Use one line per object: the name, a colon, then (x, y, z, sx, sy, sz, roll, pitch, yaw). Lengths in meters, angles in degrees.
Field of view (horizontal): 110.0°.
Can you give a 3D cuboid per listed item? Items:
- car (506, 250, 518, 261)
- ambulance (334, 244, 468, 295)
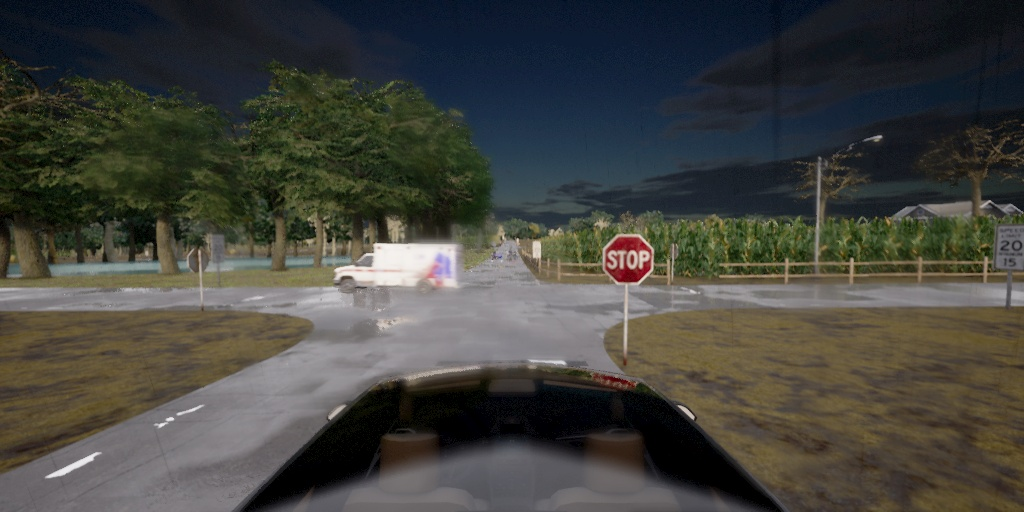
car: (-0.009, 0.099, 62.296, 2.128, 1.511, 4.902, 0, 2, 0)
ambulance: (-5.530, 0.629, 18.192, 6.366, 2.431, 2.351, 1, 1, 0)
